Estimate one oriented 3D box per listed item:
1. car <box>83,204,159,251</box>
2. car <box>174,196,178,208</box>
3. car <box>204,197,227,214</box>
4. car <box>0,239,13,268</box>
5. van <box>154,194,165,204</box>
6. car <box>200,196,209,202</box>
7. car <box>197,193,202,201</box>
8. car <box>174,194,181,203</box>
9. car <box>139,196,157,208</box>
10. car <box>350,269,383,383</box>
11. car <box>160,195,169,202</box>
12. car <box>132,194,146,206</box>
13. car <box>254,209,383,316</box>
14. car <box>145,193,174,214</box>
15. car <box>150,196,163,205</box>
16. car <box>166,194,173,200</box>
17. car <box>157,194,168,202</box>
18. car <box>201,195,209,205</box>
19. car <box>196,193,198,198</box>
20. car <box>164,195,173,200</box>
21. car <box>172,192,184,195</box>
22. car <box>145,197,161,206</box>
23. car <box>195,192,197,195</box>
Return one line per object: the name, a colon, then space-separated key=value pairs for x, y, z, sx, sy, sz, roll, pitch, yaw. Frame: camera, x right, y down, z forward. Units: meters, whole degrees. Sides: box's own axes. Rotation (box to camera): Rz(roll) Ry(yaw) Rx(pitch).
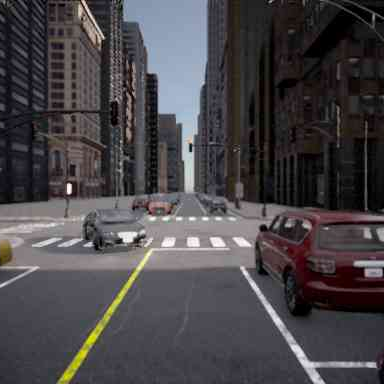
car: x=-3.374 y=1.457 z=14.100 sx=2.128 sy=1.511 sz=4.902 roll=1 pitch=0 yaw=-27
car: x=-3.245 y=1.497 z=43.362 sx=1.895 sy=1.301 sz=4.718 roll=0 pitch=0 yaw=0
car: x=2.639 y=1.467 z=34.385 sx=2.008 sy=1.369 sz=4.403 roll=0 pitch=0 yaw=0
car: x=-5.788 y=1.506 z=7.201 sx=1.752 sy=1.417 sz=4.829 roll=0 pitch=0 yaw=0
van: x=-5.989 y=1.196 z=62.548 sx=1.690 sy=1.788 sz=3.998 roll=0 pitch=0 yaw=0
car: x=2.516 y=1.427 z=68.228 sx=1.802 sy=1.307 sz=4.206 roll=0 pitch=0 yaw=0
car: x=2.536 y=1.296 z=62.588 sx=1.967 sy=1.590 sz=4.097 roll=0 pitch=0 yaw=0
car: x=-3.263 y=1.422 z=53.104 sx=2.033 sy=1.411 sz=5.357 roll=0 pitch=0 yaw=0
car: x=-5.927 y=1.331 z=45.627 sx=1.967 sy=1.590 sz=4.097 roll=0 pitch=0 yaw=0
car: x=2.757 y=1.577 z=1.735 sx=1.802 sy=1.307 sz=4.206 roll=0 pitch=0 yaw=0
car: x=-6.029 y=1.360 z=73.659 sx=1.752 sy=1.417 sz=4.829 roll=0 pitch=0 yaw=0
car: x=-5.907 y=1.218 z=39.985 sx=2.192 sy=1.841 sz=5.009 roll=0 pitch=0 yaw=0
car: x=2.736 y=1.296 z=7.412 sx=2.192 sy=1.841 sz=5.009 roll=0 pitch=0 yaw=0
car: x=-3.159 y=1.271 z=33.316 sx=2.097 sy=1.767 sz=4.553 roll=0 pitch=0 yaw=-2
car: x=-5.968 y=1.449 z=56.907 sx=1.802 sy=1.307 sz=4.206 roll=0 pitch=0 yaw=0
car: x=-6.090 y=1.332 z=90.582 sx=1.752 sy=1.417 sz=4.829 roll=0 pitch=0 yaw=0
car: x=-6.009 y=1.285 z=68.189 sx=1.967 sy=1.590 sz=4.097 roll=0 pitch=0 yaw=0
car: x=2.598 y=1.442 z=45.667 sx=2.008 sy=1.369 sz=4.403 roll=0 pitch=0 yaw=0
car: x=2.495 y=1.275 z=73.869 sx=1.967 sy=1.590 sz=4.097 roll=0 pitch=0 yaw=0
car: x=-6.070 y=1.381 z=85.111 sx=1.947 sy=1.339 sz=4.313 roll=0 pitch=0 yaw=0
car: x=-3.229 y=1.344 z=63.938 sx=2.128 sy=1.511 sz=4.902 roll=0 pitch=0 yaw=0
car: x=-5.948 y=1.444 z=51.268 sx=1.947 sy=1.339 sz=4.313 roll=0 pitch=0 yaw=0
car: x=2.434 y=1.352 z=90.791 sx=1.887 sy=1.381 sz=4.507 roll=0 pitch=0 yaw=0
